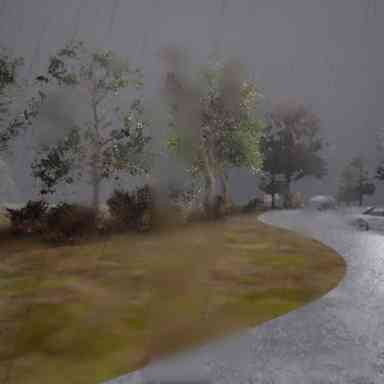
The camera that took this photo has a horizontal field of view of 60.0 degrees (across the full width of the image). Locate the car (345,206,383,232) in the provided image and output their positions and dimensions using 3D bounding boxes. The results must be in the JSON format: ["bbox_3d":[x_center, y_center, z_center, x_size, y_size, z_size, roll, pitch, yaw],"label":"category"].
[{"bbox_3d":[9.837,1.361,15.783,1.895,1.301,4.718,-1,1,-24],"label":"car"}]

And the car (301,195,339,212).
[{"bbox_3d":[12.535,1.093,32.495,4.892,1.490,1.837,-3,1,-40],"label":"car"}]
